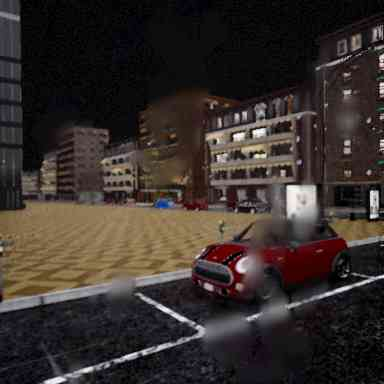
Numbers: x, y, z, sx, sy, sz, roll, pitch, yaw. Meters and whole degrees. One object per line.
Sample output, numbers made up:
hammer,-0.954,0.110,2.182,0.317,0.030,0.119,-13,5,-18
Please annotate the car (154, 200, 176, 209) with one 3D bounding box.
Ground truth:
car,-4.935,2.176,59.458,1.994,1.385,4.181,-1,0,-36

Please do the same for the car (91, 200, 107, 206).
car,-22.787,2.584,79.360,2.008,1.369,4.403,-2,0,-36

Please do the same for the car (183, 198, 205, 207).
car,0.392,1.966,61.804,1.967,1.590,4.097,-2,0,-36

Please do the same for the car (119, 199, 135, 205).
car,-16.021,2.375,84.298,1.967,1.590,4.097,-2,0,-36

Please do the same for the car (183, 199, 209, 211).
car,0.536,1.997,47.241,1.887,1.381,4.507,-2,0,-36

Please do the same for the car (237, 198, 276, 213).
car,7.955,1.642,41.627,2.097,1.767,4.553,-1,0,-36

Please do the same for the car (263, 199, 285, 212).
car,9.927,1.770,34.289,2.008,1.369,4.403,-2,0,-36

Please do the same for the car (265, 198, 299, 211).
car,12.303,1.671,45.686,1.967,1.590,4.097,-2,0,-36

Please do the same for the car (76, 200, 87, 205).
car,-29.351,2.743,88.359,1.887,1.381,4.507,-2,0,-36

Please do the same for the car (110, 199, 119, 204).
car,-19.299,2.583,88.798,1.947,1.339,4.313,-2,0,-36

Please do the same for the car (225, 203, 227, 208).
car,7.020,1.944,52.850,1.802,1.307,4.206,-2,0,-36

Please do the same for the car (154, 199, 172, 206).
car,-6.171,2.271,70.800,1.802,1.307,4.206,-2,0,-36

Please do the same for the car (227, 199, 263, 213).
car,6.645,1.851,38.788,2.008,1.369,4.403,-2,0,-36

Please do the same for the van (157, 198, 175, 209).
van,-4.410,1.917,54.109,1.690,1.788,3.998,-2,0,-36

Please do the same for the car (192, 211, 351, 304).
car,1.962,1.414,7.995,4.097,1.590,1.967,0,0,-36
